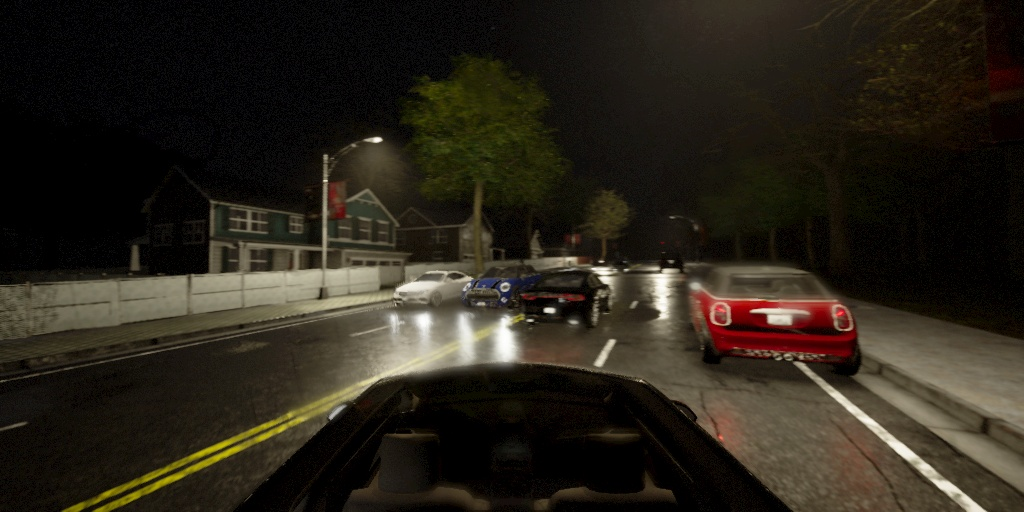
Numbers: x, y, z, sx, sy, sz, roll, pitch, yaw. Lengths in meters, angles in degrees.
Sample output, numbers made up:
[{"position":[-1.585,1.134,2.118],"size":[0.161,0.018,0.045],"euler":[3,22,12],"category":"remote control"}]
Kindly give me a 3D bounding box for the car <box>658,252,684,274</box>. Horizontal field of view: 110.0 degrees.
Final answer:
[{"position":[15.798,0.648,35.651],"size":[2.150,2.045,5.566],"euler":[-1,0,23],"category":"car"}]

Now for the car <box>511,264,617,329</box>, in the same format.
[{"position":[1.915,1.194,11.264],"size":[1.882,1.535,5.008],"euler":[-1,0,23],"category":"car"}]

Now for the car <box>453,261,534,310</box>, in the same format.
[{"position":[-0.236,1.130,15.027],"size":[2.097,1.767,4.553],"euler":[-1,0,23],"category":"car"}]

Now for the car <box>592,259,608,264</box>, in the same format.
[{"position":[13.805,1.120,56.197],"size":[1.994,1.385,4.181],"euler":[-2,0,24],"category":"car"}]

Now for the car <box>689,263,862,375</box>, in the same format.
[{"position":[4.960,0.983,7.488],"size":[2.097,1.767,4.553],"euler":[-2,0,23],"category":"car"}]

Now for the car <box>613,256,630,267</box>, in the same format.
[{"position":[16.621,0.833,54.542],"size":[2.097,1.767,4.553],"euler":[-1,0,23],"category":"car"}]

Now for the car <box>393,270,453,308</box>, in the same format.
[{"position":[-3.273,1.383,16.175],"size":[1.812,1.442,4.674],"euler":[-1,0,23],"category":"car"}]
